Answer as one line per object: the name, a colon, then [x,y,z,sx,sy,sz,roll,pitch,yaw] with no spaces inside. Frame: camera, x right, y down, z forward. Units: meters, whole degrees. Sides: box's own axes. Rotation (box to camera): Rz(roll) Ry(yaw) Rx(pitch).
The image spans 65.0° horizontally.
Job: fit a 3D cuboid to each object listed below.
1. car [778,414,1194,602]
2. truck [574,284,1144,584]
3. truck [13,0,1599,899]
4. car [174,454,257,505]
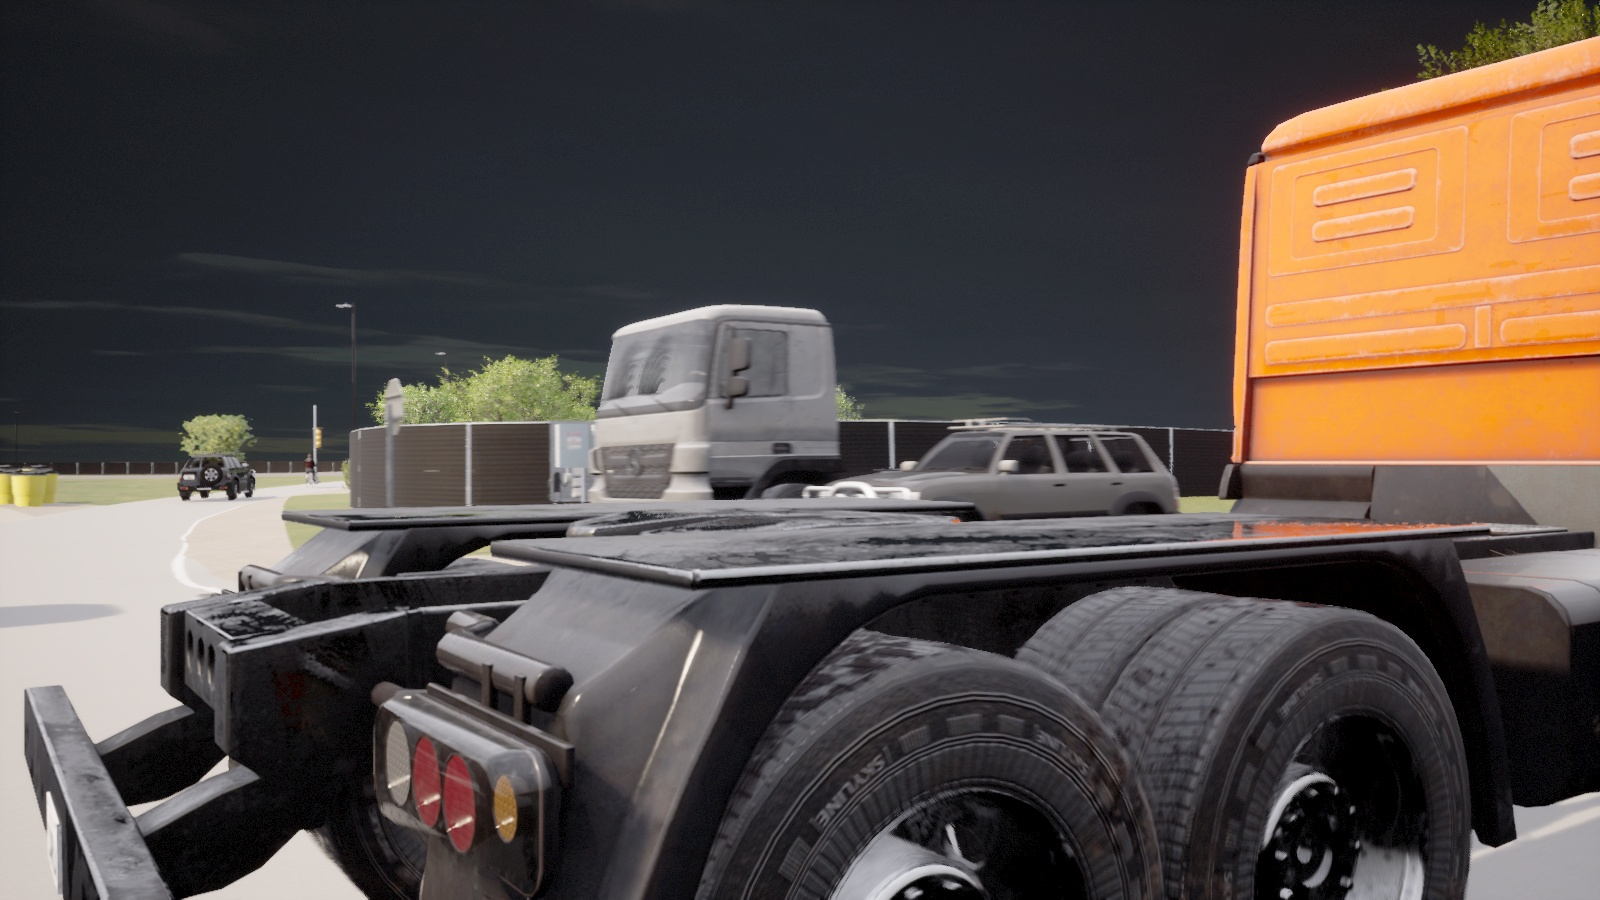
car: [2.217,0.570,14.429,4.605,1.855,1.932,0,-1,-34]
truck: [1.071,-0.147,17.929,7.936,3.462,2.891,0,-1,-34]
truck: [1.697,-0.217,4.866,7.936,3.462,2.891,0,-1,-34]
car: [-22.522,1.080,48.566,1.932,1.855,4.605,-1,0,-12]
